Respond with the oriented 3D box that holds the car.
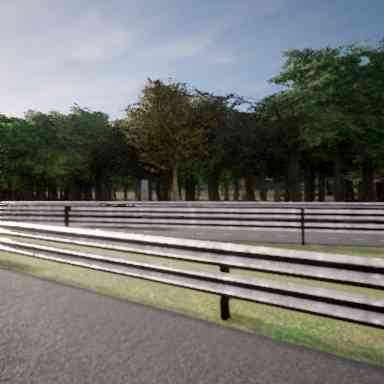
[{"bbox_3d":[-5.111,1.384,20.067,4.181,1.385,1.994,-1,-1,21],"label":"car"}]
